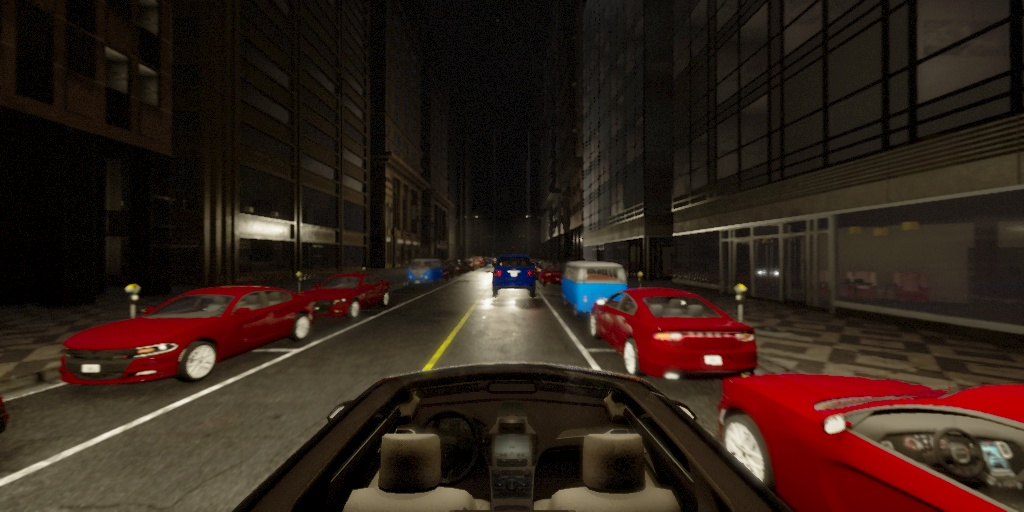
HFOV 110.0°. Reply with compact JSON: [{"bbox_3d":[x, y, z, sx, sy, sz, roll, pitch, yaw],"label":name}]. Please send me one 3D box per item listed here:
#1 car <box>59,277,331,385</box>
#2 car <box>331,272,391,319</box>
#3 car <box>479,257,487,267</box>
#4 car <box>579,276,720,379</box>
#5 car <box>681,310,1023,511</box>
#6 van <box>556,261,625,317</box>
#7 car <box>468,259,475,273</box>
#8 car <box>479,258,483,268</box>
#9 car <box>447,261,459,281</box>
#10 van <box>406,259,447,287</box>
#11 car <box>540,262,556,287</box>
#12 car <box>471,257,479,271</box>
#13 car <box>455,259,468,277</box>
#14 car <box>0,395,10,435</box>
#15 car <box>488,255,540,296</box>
[{"bbox_3d":[-5.762,1.292,7.152,1.888,1.381,4.507,0,0,0],"label":"car"},{"bbox_3d":[-5.761,1.288,12.754,1.888,1.381,4.507,0,0,0],"label":"car"},{"bbox_3d":[-5.760,1.027,57.568,2.192,1.841,5.009,0,0,0],"label":"car"},{"bbox_3d":[2.764,1.291,7.160,1.888,1.381,4.507,0,0,0],"label":"car"},{"bbox_3d":[2.764,1.295,1.558,1.888,1.381,4.507,0,0,0],"label":"car"},{"bbox_3d":[2.764,1.083,12.762,1.690,1.789,3.998,0,0,0],"label":"van"},{"bbox_3d":[-5.761,1.289,40.763,1.948,1.339,4.313,0,0,0],"label":"car"},{"bbox_3d":[-5.760,1.281,51.966,1.948,1.339,4.313,0,0,0],"label":"car"},{"bbox_3d":[-5.761,1.313,29.559,1.802,1.307,4.207,0,0,0],"label":"car"},{"bbox_3d":[-5.761,1.075,23.958,1.690,1.789,3.998,0,0,0],"label":"van"},{"bbox_3d":[2.764,1.279,23.967,1.888,1.381,4.507,0,0,0],"label":"car"},{"bbox_3d":[-5.761,1.159,46.364,1.967,1.591,4.097,0,0,0],"label":"car"},{"bbox_3d":[-5.761,1.167,35.161,1.967,1.591,4.097,0,0,0],"label":"car"},{"bbox_3d":[-5.762,1.191,1.550,1.967,1.591,4.097,0,0,0],"label":"car"},{"bbox_3d":[0.099,0.957,19.170,2.150,2.045,5.566,0,0,0],"label":"car"}]
